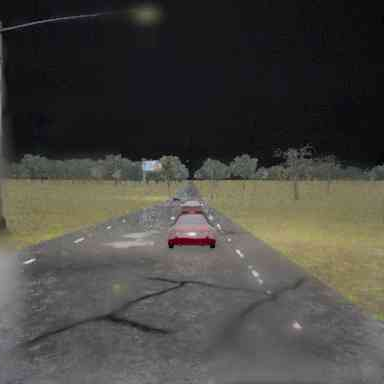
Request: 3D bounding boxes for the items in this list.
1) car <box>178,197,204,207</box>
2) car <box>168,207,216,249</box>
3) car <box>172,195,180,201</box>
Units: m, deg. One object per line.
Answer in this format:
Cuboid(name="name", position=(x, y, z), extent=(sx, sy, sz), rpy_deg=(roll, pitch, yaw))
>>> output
Cuboid(name="car", position=(0.000, 1.491, 29.659), extent=(1.882, 1.535, 5.008), rpy_deg=(0, 0, 0))
Cuboid(name="car", position=(0.000, 1.575, 14.656), extent=(1.994, 1.385, 4.181), rpy_deg=(0, 0, 0))
Cuboid(name="car", position=(-3.499, 1.428, 76.507), extent=(2.033, 1.411, 5.357), rpy_deg=(0, 0, 0))
